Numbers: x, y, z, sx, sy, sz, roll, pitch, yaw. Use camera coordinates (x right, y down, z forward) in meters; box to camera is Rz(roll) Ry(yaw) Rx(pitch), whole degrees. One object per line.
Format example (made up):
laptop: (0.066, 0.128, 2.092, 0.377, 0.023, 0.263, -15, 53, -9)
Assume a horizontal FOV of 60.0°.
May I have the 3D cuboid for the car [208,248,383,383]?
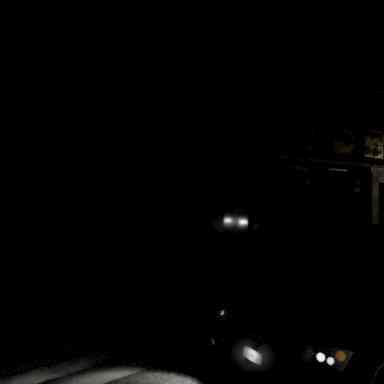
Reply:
car: (2.279, 1.560, 4.696, 4.181, 1.385, 1.994, 0, 0, -35)
